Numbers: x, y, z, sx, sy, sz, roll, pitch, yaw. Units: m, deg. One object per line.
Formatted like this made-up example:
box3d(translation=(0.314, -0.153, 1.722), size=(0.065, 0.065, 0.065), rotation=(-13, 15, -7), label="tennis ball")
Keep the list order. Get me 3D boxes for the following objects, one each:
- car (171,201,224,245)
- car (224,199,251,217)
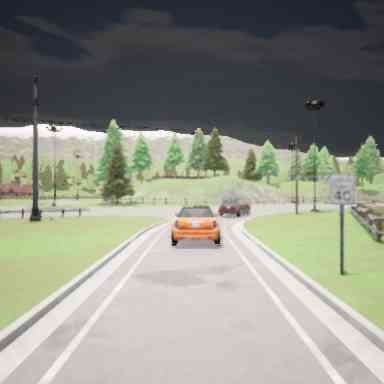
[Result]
box3d(translation=(0.238, 1.376, 15.748), size=(2.097, 1.767, 4.553), rotation=(0, 0, 2), label="car")
box3d(translation=(4.206, 1.407, 32.016), size=(2.097, 1.767, 4.553), rotation=(0, 0, 26), label="car")
